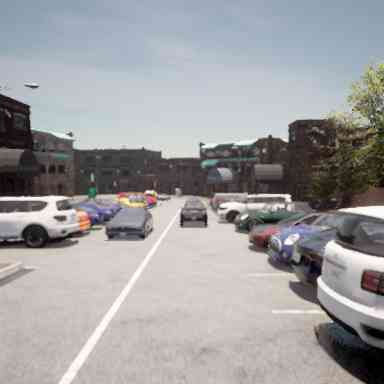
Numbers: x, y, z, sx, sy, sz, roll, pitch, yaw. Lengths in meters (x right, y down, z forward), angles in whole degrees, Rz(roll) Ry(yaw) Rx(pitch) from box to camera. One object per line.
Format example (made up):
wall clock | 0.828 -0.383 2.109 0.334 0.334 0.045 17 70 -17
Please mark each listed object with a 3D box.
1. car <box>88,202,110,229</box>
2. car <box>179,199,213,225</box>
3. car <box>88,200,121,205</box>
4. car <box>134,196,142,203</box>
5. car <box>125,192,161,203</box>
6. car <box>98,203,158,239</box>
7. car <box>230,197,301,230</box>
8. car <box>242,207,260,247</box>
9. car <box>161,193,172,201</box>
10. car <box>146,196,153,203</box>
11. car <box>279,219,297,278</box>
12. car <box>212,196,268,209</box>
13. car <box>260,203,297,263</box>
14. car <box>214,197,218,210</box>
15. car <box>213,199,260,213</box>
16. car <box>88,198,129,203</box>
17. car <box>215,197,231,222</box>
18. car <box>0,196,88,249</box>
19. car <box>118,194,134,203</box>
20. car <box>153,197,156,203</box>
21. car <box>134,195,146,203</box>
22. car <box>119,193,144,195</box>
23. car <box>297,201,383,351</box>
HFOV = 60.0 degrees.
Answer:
car | -7.658 1.493 19.849 4.674 1.452 2.002 0 0 0
car | 0.122 1.458 23.524 2.128 1.511 4.902 0 0 0
car | -7.655 1.488 22.912 4.674 1.452 2.002 0 0 0
car | -7.656 1.437 31.602 4.892 1.521 2.231 0 0 0
car | -7.608 1.090 46.317 5.566 2.045 2.435 0 1 0
car | -3.084 1.523 17.536 2.033 1.411 5.357 0 0 0
car | 4.699 1.328 18.748 4.553 1.767 2.185 0 0 0
car | 4.632 1.491 13.038 4.792 1.488 2.163 0 0 0
car | -5.420 0.915 60.174 1.895 1.301 4.718 -2 4 -29
car | -7.459 1.425 37.604 5.366 1.575 1.946 0 0 0
car | 4.686 1.499 7.448 4.792 1.488 2.163 0 0 0
car | 4.675 1.435 32.716 4.892 1.521 2.231 0 0 0
car | 4.691 1.340 10.242 4.553 1.767 2.185 0 0 0
car | 4.684 1.439 29.798 4.892 1.521 2.231 0 0 0
car | 4.685 1.471 35.386 4.674 1.452 2.002 0 0 0
car | -7.685 1.474 25.851 4.792 1.488 2.163 0 0 0
car | 4.670 1.442 27.005 5.008 1.535 2.097 0 0 0
car | -7.695 1.209 14.097 5.566 2.045 2.435 0 0 0
car | -7.684 1.315 28.789 4.553 1.767 2.185 0 0 0
car | -7.644 1.393 43.376 5.008 1.535 2.097 0 1 0
car | -7.832 1.429 34.665 5.366 1.575 1.946 0 0 0
car | -7.611 1.294 40.546 4.553 1.767 2.185 0 0 0
car | 4.682 1.222 4.656 5.566 2.045 2.435 0 0 0
